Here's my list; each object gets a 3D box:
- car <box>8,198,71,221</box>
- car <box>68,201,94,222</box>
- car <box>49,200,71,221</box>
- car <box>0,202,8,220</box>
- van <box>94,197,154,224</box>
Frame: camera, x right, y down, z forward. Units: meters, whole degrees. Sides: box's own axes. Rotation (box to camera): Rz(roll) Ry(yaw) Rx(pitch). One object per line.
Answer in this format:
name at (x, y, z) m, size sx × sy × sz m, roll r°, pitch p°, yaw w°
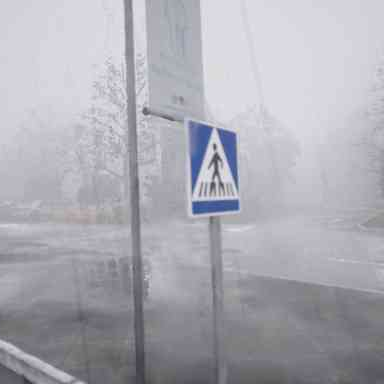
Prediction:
car at (-14.096, 1.618, 32.181) m, size 2.435 × 2.045 × 5.566 m, roll -2°, pitch -1°, yaw 35°
car at (-7.099, 1.669, 27.559) m, size 1.946 × 1.575 × 5.366 m, roll -1°, pitch -1°, yaw 35°
car at (-9.281, 1.725, 29.082) m, size 1.946 × 1.575 × 5.366 m, roll -2°, pitch -1°, yaw 35°
car at (-16.374, 1.955, 33.781) m, size 2.231 × 1.521 × 4.892 m, roll -2°, pitch -1°, yaw 35°
van at (-4.985, 1.394, 25.715) m, size 1.878 × 1.987 × 4.442 m, roll -1°, pitch -1°, yaw 35°
